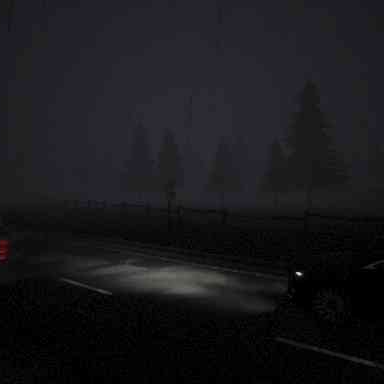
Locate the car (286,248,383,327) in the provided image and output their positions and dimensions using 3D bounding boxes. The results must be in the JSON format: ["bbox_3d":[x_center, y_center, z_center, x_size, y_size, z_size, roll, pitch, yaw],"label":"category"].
[{"bbox_3d":[4.062,1.491,5.396,4.902,1.511,2.128,0,0,36],"label":"car"}]

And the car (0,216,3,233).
[{"bbox_3d":[-11.967,1.507,18.277,4.674,1.442,1.812,0,0,41],"label":"car"}]
